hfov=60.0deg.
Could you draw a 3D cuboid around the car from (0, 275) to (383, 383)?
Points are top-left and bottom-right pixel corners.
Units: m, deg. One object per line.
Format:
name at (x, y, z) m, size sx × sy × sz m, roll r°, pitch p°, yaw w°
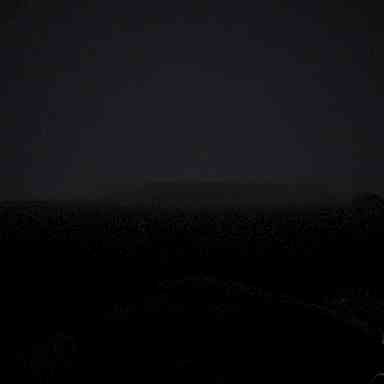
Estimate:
car at (-0.013, 1.564, 2.937) m, size 4.181 × 1.385 × 1.994 m, roll 0°, pitch 0°, yaw -35°
